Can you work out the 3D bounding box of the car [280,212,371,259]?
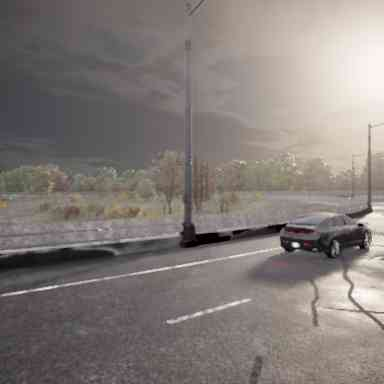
[{"bbox_3d":[5.332,1.562,13.036,4.892,1.490,1.837,0,0,-43],"label":"car"}]
